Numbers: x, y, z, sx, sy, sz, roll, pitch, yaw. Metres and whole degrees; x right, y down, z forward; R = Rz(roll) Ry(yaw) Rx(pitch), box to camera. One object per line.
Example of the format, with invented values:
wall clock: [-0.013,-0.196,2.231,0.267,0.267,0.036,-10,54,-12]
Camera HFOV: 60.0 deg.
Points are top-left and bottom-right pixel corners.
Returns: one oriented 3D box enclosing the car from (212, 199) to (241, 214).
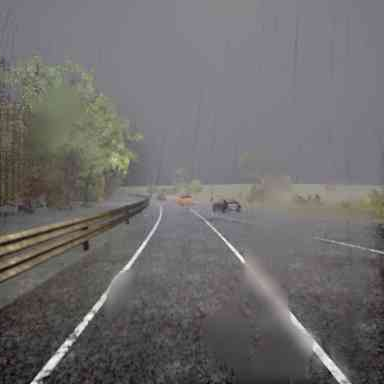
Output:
car: [3.513,1.431,34.267,2.128,1.511,4.902,0,0,-13]

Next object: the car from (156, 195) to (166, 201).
car: [-7.828,1.452,84.023,1.882,1.535,5.008,0,0,-13]

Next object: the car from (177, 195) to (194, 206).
car: [-1.136,1.310,54.656,2.097,1.767,4.553,0,0,-13]
